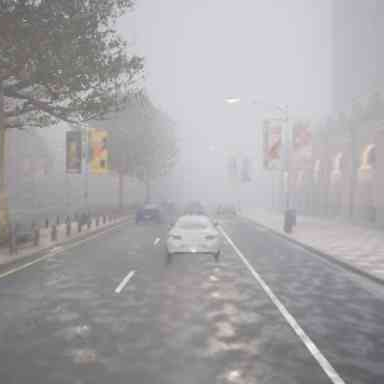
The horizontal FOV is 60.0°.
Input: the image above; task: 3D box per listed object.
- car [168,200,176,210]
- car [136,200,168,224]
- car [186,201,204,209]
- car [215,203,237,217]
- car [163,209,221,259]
[{"bbox_3d":[-3.177,1.755,44.601,1.882,1.535,5.008,0,0,0],"label":"car"},{"bbox_3d":[-3.272,1.640,26.687,1.882,1.535,5.008,0,0,0],"label":"car"},{"bbox_3d":[0.234,1.725,27.672,2.033,1.411,5.357,0,0,0],"label":"car"},{"bbox_3d":[3.418,1.824,34.476,1.895,1.301,4.718,0,0,0],"label":"car"},{"bbox_3d":[0.054,1.608,12.795,1.812,1.442,4.674,0,0,0],"label":"car"}]
